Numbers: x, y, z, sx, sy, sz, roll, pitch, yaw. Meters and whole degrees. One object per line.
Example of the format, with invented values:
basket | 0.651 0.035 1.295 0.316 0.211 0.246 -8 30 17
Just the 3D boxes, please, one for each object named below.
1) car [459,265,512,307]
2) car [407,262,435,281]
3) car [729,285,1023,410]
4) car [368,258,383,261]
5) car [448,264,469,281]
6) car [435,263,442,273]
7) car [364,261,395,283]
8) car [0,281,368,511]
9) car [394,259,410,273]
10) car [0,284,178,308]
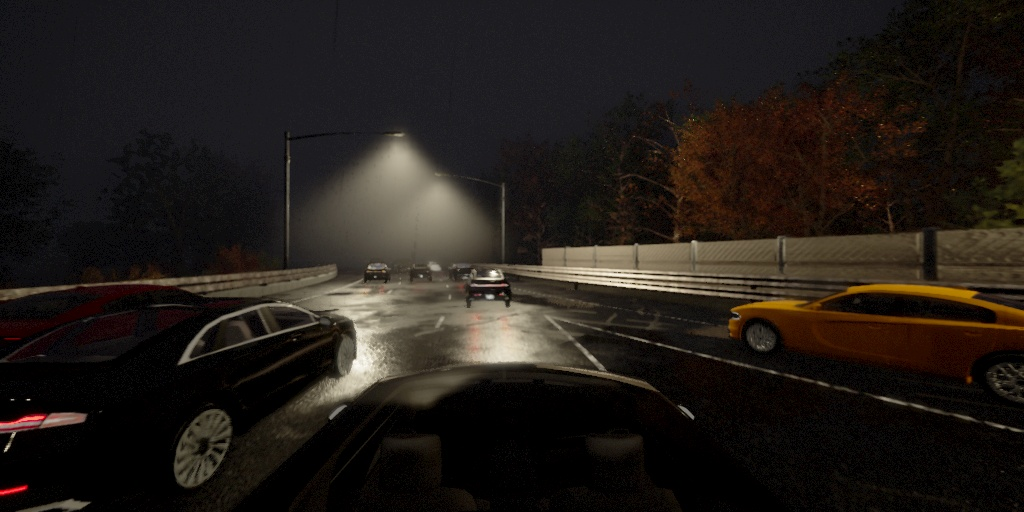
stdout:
car | -1.148 1.340 15.987 2.128 1.511 4.902 0 0 -7
car | -8.387 1.472 32.772 1.837 1.490 4.892 0 -1 -16
car | 6.666 1.252 6.377 1.882 1.535 5.008 0 0 -32
car | -18.947 1.312 49.565 2.150 2.045 5.566 0 0 -27
car | -4.759 1.459 33.320 2.128 1.511 4.902 0 0 -19
car | -11.023 1.606 49.227 1.812 1.442 4.674 0 0 -25
car | -11.282 1.444 30.193 2.128 1.511 4.902 0 0 -16
car | -3.602 1.263 4.455 2.128 1.511 4.902 0 0 -2
car | -15.242 1.594 49.915 1.837 1.490 4.892 0 -1 -26
car | -7.204 1.268 6.777 1.882 1.535 5.008 0 0 -3
